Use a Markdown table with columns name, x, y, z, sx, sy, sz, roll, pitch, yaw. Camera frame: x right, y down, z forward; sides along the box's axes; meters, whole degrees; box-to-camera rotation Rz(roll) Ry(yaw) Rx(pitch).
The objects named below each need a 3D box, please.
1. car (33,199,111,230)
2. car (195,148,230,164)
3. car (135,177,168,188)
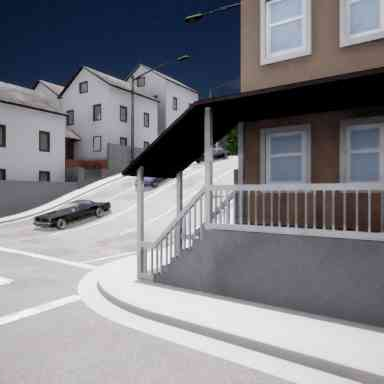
| name | x | y | z | sx | sy | sz | roll | pitch | yaw |
| --- | --- | --- | --- | --- | --- | --- | --- | --- | --- |
| car | -7.528 | 1.290 | 21.125 | 1.895 | 1.301 | 4.718 | 0 | 11 | 34 |
| car | 2.170 | -3.893 | 35.296 | 1.895 | 1.301 | 4.718 | 0 | 12 | 36 |
| car | -2.898 | -1.522 | 27.921 | 1.812 | 1.442 | 4.674 | -1 | 19 | 33 |
